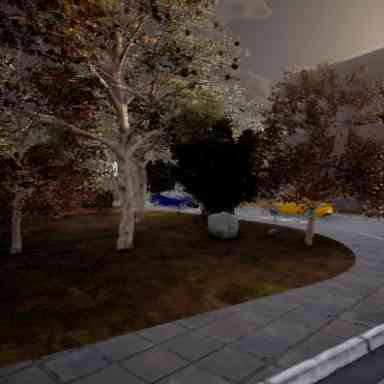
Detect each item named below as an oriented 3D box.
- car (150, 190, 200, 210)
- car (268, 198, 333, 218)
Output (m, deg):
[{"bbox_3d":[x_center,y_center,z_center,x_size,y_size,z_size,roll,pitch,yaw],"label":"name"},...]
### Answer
[{"bbox_3d":[-1.393,0.646,29.252,5.008,1.535,1.882,3,1,34],"label":"car"},{"bbox_3d":[8.126,1.083,25.412,1.882,1.535,5.008,1,1,-40],"label":"car"}]
